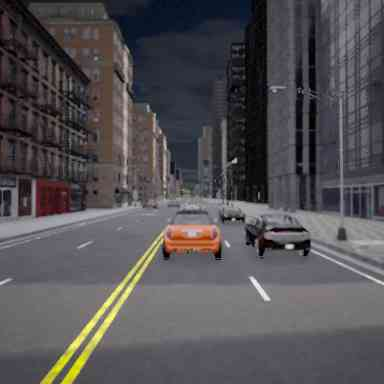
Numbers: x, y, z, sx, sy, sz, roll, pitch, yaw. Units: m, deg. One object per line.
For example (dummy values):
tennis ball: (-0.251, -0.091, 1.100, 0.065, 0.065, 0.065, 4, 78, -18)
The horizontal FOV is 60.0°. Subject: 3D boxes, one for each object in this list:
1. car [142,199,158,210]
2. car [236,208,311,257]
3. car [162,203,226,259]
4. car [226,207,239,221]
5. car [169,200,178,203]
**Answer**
car: (-6.585, 1.910, 52.819, 2.097, 1.767, 4.553, 0, -1, 0)
car: (3.268, 1.632, 13.506, 2.128, 1.511, 4.902, 0, 0, 0)
car: (0.017, 1.489, 13.431, 2.097, 1.767, 4.553, 0, -1, 0)
car: (3.266, 1.894, 28.259, 1.895, 1.301, 4.718, 0, -1, 0)
car: (-3.296, 2.206, 60.491, 1.994, 1.385, 4.181, 0, -1, 1)
